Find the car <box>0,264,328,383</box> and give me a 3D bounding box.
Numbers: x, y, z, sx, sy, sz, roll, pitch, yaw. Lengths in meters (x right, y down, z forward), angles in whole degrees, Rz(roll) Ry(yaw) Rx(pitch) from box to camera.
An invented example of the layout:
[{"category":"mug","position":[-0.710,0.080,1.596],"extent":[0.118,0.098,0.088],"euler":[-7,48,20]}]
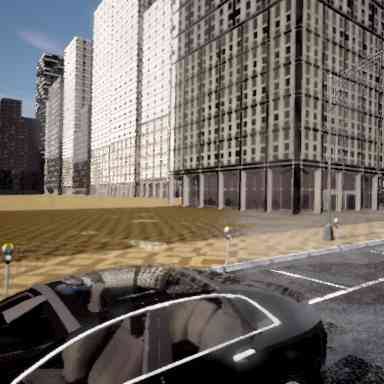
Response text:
[{"category":"car","position":[-0.834,1.507,2.783],"extent":[4.892,1.490,1.837],"euler":[0,0,-36]}]
